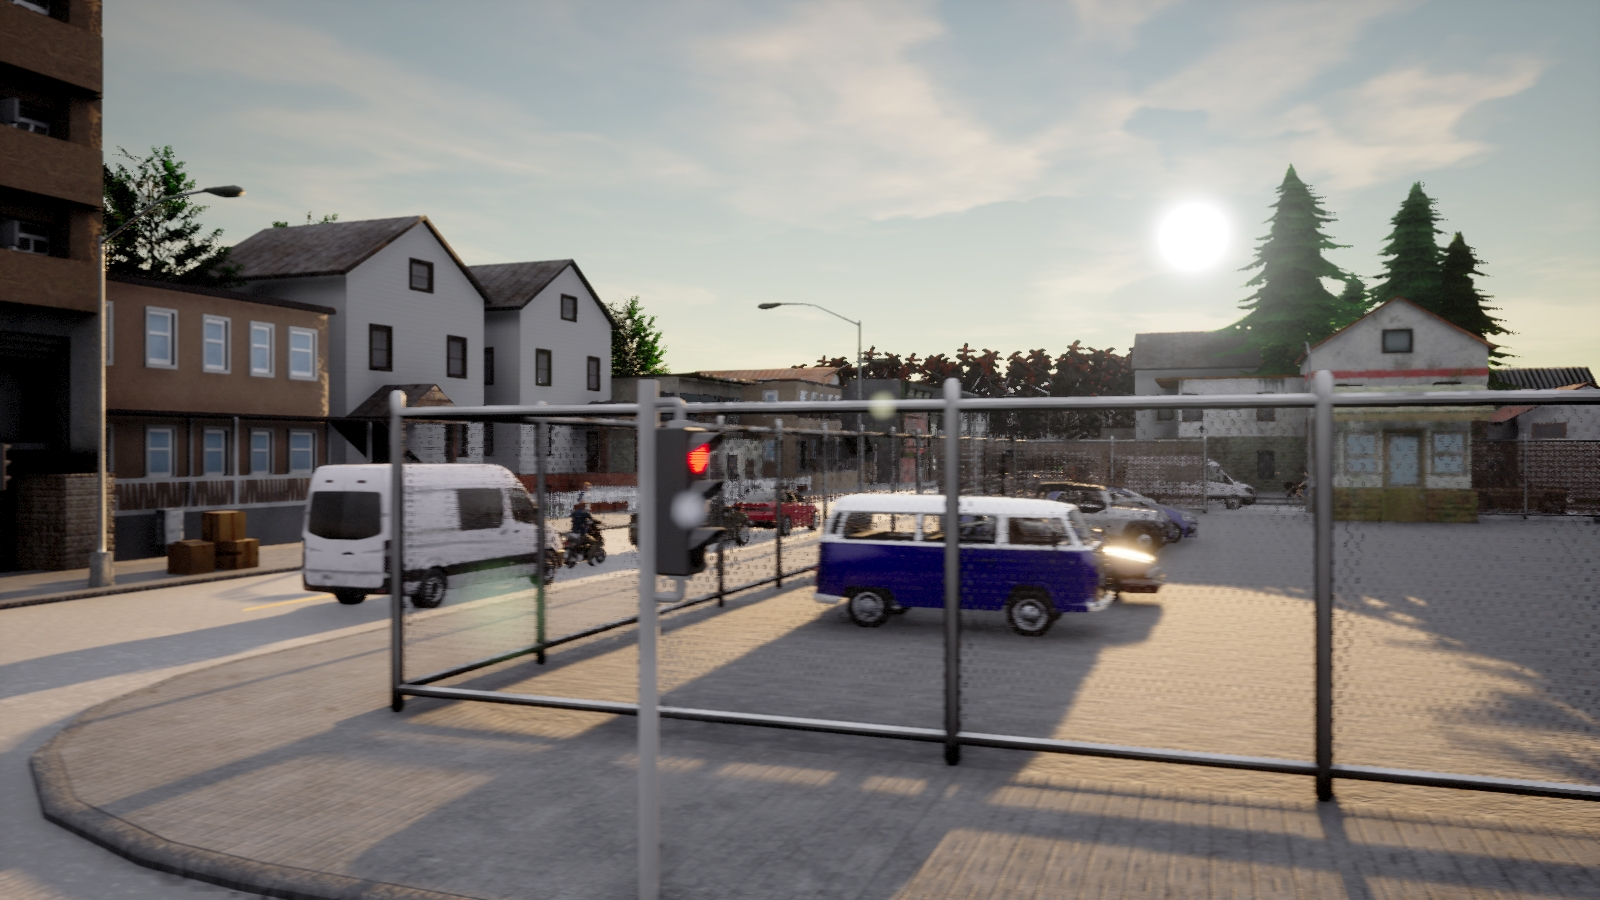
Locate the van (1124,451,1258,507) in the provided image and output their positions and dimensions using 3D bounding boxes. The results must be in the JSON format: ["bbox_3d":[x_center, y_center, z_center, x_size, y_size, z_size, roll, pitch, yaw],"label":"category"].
[{"bbox_3d":[18.450,1.314,54.052,5.915,2.561,1.988,0,0,20],"label":"van"}]

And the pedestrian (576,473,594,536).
[{"bbox_3d":[-6.452,1.628,34.304,0.375,1.860,0.375,0,0,30],"label":"pedestrian"}]

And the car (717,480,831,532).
[{"bbox_3d":[-0.784,1.841,38.671,2.231,1.480,4.892,0,0,20],"label":"car"}]

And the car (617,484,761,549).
[{"bbox_3d":[-3.028,1.814,32.480,2.097,1.535,5.006,0,0,20],"label":"car"}]

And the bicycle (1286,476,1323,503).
[{"bbox_3d":[24.751,1.936,56.028,1.643,1.296,0.373,0,0,20],"label":"bicycle"}]

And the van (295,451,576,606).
[{"bbox_3d":[-6.775,1.315,22.154,1.988,2.561,5.915,0,0,20],"label":"van"}]
